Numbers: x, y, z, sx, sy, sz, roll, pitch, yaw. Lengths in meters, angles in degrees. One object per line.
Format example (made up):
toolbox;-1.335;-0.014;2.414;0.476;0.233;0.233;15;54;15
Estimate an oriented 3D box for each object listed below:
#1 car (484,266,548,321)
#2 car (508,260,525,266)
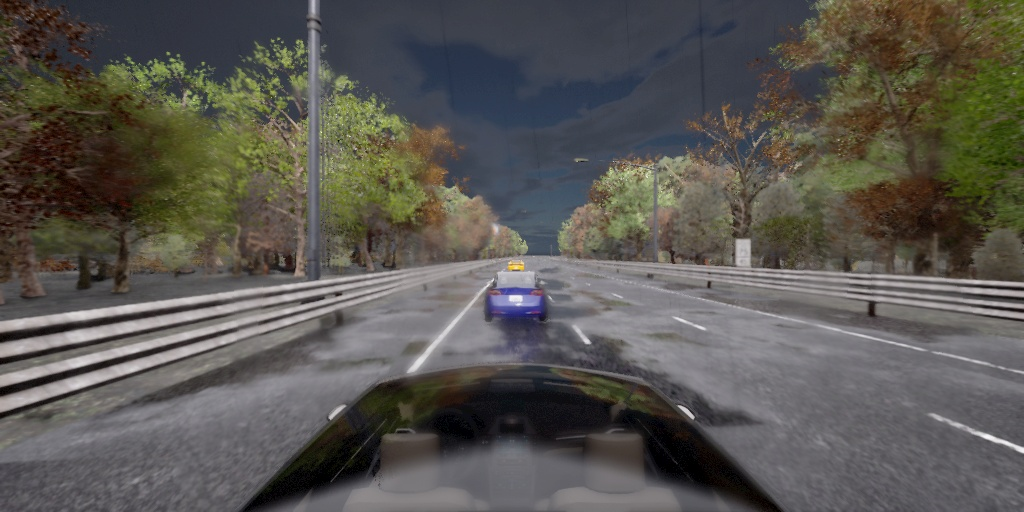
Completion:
car;0.134;1.253;12.497;2.163;1.488;4.792;0;0;0
car;0.528;1.222;43.912;1.882;1.535;5.008;0;0;1
